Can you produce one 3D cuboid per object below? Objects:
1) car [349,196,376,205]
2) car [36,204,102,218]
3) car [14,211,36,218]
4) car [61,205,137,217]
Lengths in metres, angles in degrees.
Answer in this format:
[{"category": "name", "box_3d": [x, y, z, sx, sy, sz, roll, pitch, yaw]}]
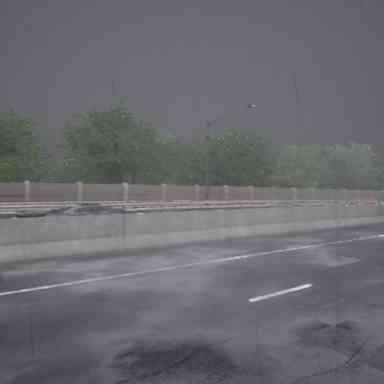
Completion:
[{"category": "car", "box_3d": [24.026, 1.316, 46.802, 4.553, 1.767, 2.097, 1, -1, -35]}, {"category": "car", "box_3d": [-6.700, 1.512, 20.708, 4.892, 1.490, 1.837, 0, 0, -35]}, {"category": "car", "box_3d": [-9.584, 1.607, 22.951, 4.718, 1.301, 1.895, 0, 0, -35]}, {"category": "car", "box_3d": [-4.492, 1.572, 17.984, 4.181, 1.385, 1.994, 0, 0, -35]}]
